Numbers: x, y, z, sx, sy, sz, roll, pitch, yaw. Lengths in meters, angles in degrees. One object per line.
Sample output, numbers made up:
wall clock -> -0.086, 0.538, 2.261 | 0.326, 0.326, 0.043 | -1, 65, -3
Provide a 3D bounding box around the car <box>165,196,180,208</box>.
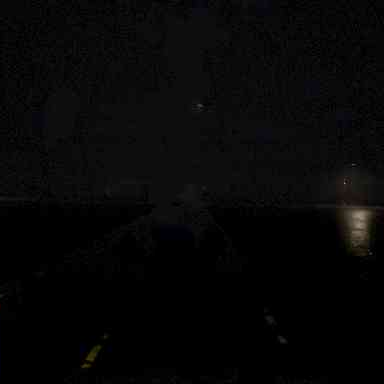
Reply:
car -> -2.729, 1.367, 46.324 | 1.882, 1.535, 5.008 | 0, 1, 0
